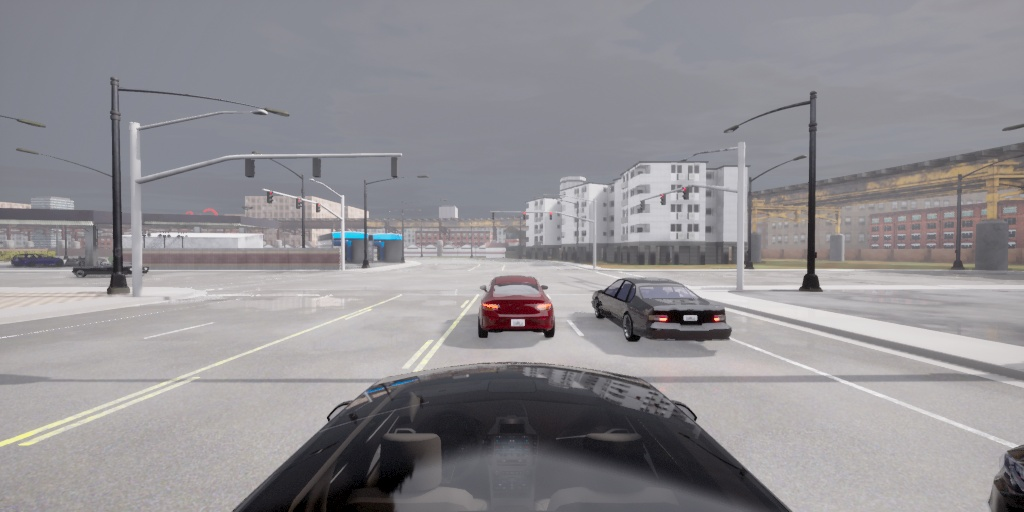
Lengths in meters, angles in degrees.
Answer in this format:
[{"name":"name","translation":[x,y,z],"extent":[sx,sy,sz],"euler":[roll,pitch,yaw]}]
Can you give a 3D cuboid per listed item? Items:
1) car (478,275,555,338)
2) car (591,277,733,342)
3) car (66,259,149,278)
[{"name":"car","translation":[0.069,1.257,10.000],"extent":[1.812,1.442,4.674],"euler":[0,0,-1]},{"name":"car","translation":[3.580,1.283,9.716],"extent":[2.033,1.411,5.357],"euler":[0,0,0]},{"name":"car","translation":[-33.762,1.137,30.184],"extent":[4.718,1.301,1.895],"euler":[0,1,-1]}]
